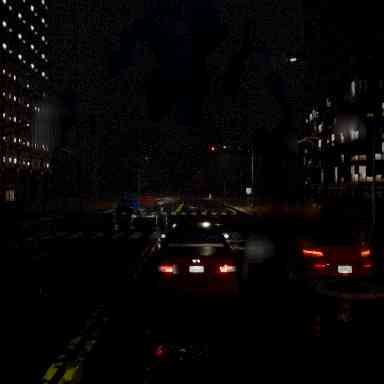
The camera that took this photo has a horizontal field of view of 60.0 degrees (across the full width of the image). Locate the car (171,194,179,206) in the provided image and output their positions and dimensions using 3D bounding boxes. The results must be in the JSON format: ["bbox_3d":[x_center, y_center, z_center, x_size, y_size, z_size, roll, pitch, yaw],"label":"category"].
[{"bbox_3d":[-3.429,1.495,50.620,2.033,1.411,5.357,0,0,0],"label":"car"}]

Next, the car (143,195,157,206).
[{"bbox_3d":[-6.679,1.430,48.263,1.882,1.535,5.008,0,0,0],"label":"car"}]

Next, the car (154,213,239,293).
[{"bbox_3d":[0.085,1.544,8.974,2.033,1.411,5.357,0,0,0],"label":"car"}]

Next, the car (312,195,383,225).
[{"bbox_3d":[11.443,1.281,23.691,5.566,2.045,2.150,0,1,2],"label":"car"}]

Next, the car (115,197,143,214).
[{"bbox_3d":[-6.658,1.452,34.705,1.882,1.535,5.008,0,0,0],"label":"car"}]

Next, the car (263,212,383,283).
[{"bbox_3d":[3.334,1.522,9.559,1.812,1.442,4.674,0,0,0],"label":"car"}]

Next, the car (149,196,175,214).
[{"bbox_3d":[-3.157,1.466,35.679,2.128,1.511,4.902,0,0,-4],"label":"car"}]
